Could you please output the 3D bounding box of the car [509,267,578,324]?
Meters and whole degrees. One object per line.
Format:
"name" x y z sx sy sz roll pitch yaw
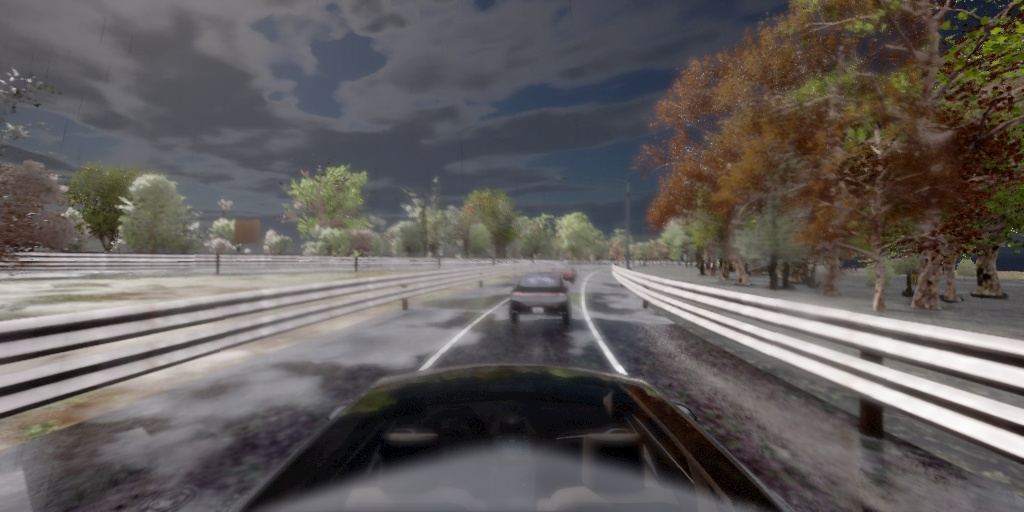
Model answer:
"car" 1.050 1.305 12.356 2.128 1.511 4.902 0 0 7
